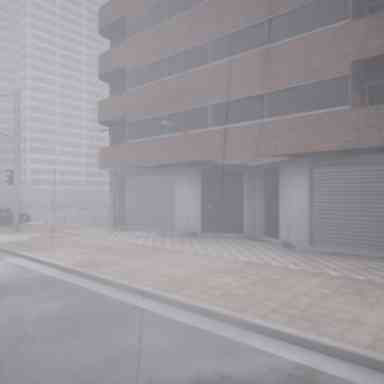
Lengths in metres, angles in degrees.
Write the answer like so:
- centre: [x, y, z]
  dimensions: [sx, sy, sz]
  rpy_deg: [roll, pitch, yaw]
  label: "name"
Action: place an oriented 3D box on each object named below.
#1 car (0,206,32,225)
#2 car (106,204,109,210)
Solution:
- centre: [-13.188, 1.612, 22.524]
  dimensions: [1.994, 1.385, 4.181]
  rpy_deg: [0, 0, 34]
  label: "car"
- centre: [-9.048, 1.672, 43.907]
  dimensions: [1.812, 1.442, 4.674]
  rpy_deg: [0, 0, 41]
  label: "car"
